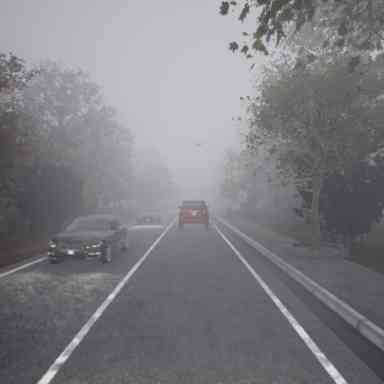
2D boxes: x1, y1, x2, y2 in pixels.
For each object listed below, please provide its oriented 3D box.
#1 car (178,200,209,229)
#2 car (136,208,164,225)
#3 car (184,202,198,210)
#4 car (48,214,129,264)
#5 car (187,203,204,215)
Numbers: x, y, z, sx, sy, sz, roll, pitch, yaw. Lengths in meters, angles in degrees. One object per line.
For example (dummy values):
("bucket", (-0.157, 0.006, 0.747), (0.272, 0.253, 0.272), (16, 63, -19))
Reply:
("car", (0.133, 1.621, 25.088), (2.150, 2.045, 5.566), (0, -1, 0))
("car", (-3.502, 2.037, 28.355), (1.994, 1.385, 4.181), (0, -1, 1))
("car", (-0.145, 2.795, 66.781), (1.882, 1.535, 5.008), (1, -1, 12))
("car", (-3.568, 1.620, 12.252), (1.837, 1.490, 4.892), (0, -2, 0))
("car", (0.510, 2.302, 44.841), (2.128, 1.511, 4.902), (0, -3, 3))
